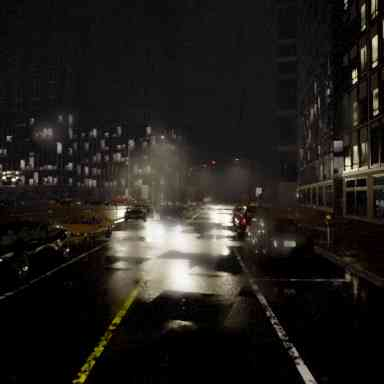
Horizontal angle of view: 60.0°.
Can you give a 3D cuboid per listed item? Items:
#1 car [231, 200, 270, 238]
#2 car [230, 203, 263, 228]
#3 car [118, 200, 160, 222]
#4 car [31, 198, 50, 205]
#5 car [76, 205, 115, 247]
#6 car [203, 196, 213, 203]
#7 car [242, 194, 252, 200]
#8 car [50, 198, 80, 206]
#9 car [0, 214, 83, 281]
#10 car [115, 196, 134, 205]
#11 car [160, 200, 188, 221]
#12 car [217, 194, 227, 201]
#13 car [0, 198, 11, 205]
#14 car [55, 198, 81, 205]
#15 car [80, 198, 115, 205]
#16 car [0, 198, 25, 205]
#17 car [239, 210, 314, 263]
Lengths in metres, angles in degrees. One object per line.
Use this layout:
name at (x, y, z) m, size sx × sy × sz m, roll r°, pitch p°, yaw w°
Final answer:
car at (3.273, 1.448, 17.570) m, size 1.967 × 1.590 × 4.097 m, roll 1°, pitch 0°, yaw 4°
car at (3.662, 1.555, 23.200) m, size 1.887 × 1.381 × 4.507 m, roll 1°, pitch 0°, yaw 5°
car at (-4.118, 1.576, 26.383) m, size 2.008 × 1.369 × 4.403 m, roll 1°, pitch 0°, yaw 5°
car at (-29.508, 1.890, 65.931) m, size 4.829 × 1.417 × 1.752 m, roll 0°, pitch -1°, yaw 15°
car at (-4.886, 1.539, 15.284) m, size 1.752 × 1.417 × 4.829 m, roll 1°, pitch 0°, yaw 3°
car at (3.591, 1.671, 73.794) m, size 1.752 × 1.417 × 4.829 m, roll 1°, pitch 0°, yaw 14°
car at (12.592, 1.436, 76.034) m, size 2.192 × 1.841 × 5.009 m, roll 1°, pitch 0°, yaw 15°
car at (-20.632, 1.692, 55.322) m, size 4.403 × 1.369 × 2.008 m, roll 0°, pitch -1°, yaw 15°
car at (-5.118, 1.574, 9.960) m, size 1.947 × 1.339 × 4.313 m, roll 1°, pitch 0°, yaw 2°
car at (-13.160, 1.571, 61.446) m, size 5.009 × 1.841 × 2.192 m, roll 0°, pitch -1°, yaw 15°
car at (-1.479, 1.597, 27.334) m, size 1.895 × 1.301 × 4.718 m, roll 0°, pitch 0°, yaw 5°
car at (8.153, 1.525, 89.883) m, size 2.192 × 1.841 × 5.009 m, roll 1°, pitch 0°, yaw 16°
car at (-40.134, 1.985, 68.848) m, size 4.403 × 1.369 × 2.008 m, roll 0°, pitch -1°, yaw 15°
car at (-23.950, 1.879, 64.404) m, size 4.403 × 1.369 × 2.008 m, roll 0°, pitch -1°, yaw 15°
car at (-15.240, 1.672, 53.842) m, size 4.313 × 1.339 × 1.947 m, roll 0°, pitch -1°, yaw 15°
car at (-31.417, 1.764, 58.284) m, size 4.403 × 1.369 × 2.008 m, roll 0°, pitch -1°, yaw 15°
car at (2.980, 1.570, 11.890) m, size 1.947 × 1.339 × 4.313 m, roll 1°, pitch 0°, yaw 2°
